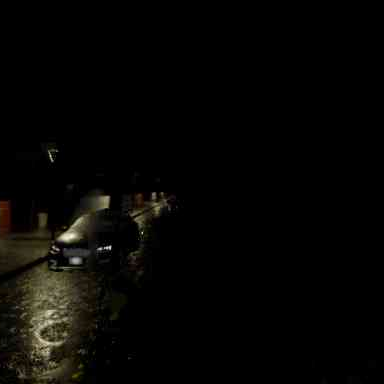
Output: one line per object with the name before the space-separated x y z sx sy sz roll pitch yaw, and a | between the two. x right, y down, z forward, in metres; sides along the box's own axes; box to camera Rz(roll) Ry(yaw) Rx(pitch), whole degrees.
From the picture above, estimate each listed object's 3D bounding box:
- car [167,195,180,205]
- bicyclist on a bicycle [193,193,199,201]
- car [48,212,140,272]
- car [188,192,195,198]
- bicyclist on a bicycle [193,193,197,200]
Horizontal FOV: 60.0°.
car | -2.853 1.172 51.711 2.128 1.511 4.902 0 0 0
bicyclist on a bicycle | 0.724 1.070 63.912 0.582 1.620 1.656 0 0 0
car | -2.856 1.417 10.626 2.128 1.511 4.902 0 0 0
car | -0.047 0.883 91.337 1.812 1.442 4.674 0 0 0
bicyclist on a bicycle | 0.716 1.010 72.972 0.866 1.612 1.509 0 0 0
